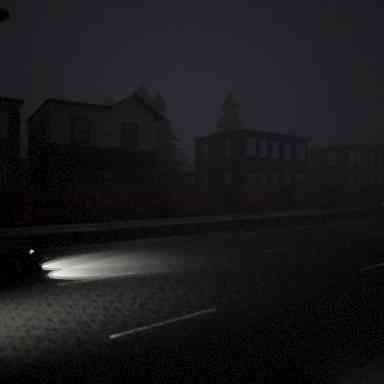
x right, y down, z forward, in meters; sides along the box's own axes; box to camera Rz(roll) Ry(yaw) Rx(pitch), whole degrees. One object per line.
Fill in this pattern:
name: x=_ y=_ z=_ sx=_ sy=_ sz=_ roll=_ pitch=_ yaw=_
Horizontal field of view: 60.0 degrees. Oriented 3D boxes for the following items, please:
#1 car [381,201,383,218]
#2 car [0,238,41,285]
car: x=15.359 y=1.057 z=23.129 sx=5.566 sy=2.045 sz=2.150 roll=0 pitch=0 yaw=-35
car: x=-5.984 y=1.561 z=8.082 sx=4.181 sy=1.385 sz=1.994 roll=0 pitch=0 yaw=-35
